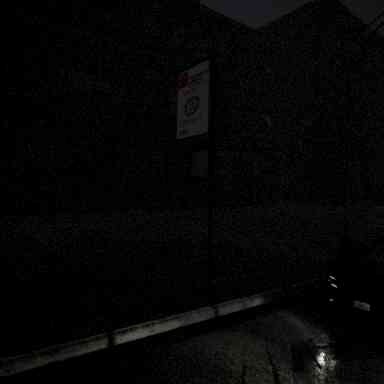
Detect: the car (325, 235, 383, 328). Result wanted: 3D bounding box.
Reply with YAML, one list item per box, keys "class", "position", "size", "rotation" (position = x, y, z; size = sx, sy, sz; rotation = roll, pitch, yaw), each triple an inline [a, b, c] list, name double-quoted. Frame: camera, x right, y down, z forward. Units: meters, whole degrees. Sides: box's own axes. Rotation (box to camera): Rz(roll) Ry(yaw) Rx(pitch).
- class: "car"
  position: [4.661, 1.481, 6.591]
  size: [5.008, 1.535, 1.882]
  rotation: [0, 0, -36]
